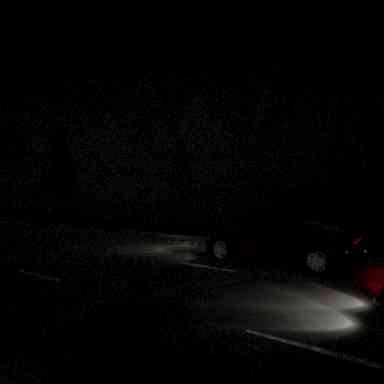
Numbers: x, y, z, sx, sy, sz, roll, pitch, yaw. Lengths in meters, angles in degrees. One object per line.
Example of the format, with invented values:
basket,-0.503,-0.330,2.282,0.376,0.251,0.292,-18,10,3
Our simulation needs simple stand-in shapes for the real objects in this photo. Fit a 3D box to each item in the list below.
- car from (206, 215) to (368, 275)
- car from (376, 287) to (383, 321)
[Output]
car,2.769,1.480,10.616,5.008,1.535,1.882,0,0,35
car,5.525,1.548,4.360,5.357,1.411,2.033,0,0,35
